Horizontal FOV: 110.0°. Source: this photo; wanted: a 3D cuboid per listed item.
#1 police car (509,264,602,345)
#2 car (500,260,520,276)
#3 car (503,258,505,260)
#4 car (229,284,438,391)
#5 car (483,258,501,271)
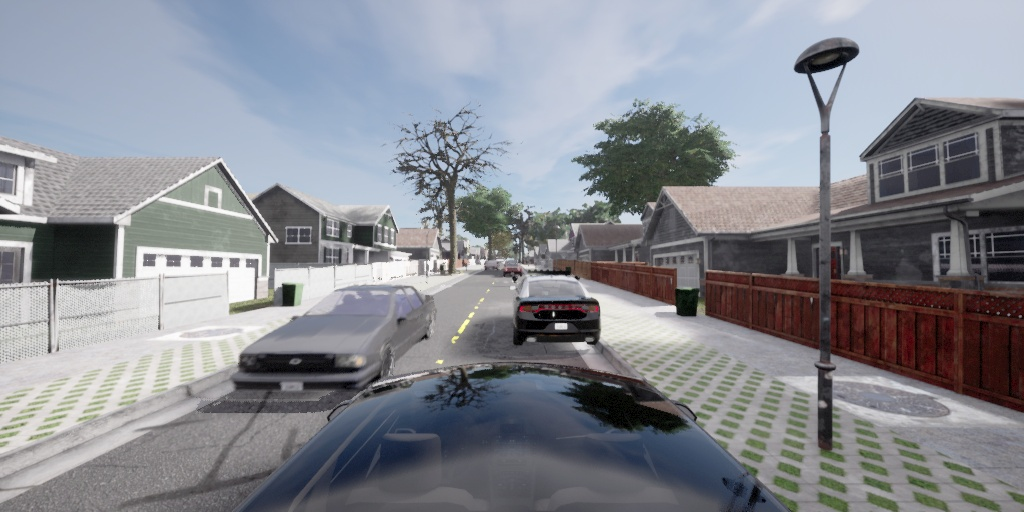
[{"bbox_3d":[0.965,1.178,9.624,1.930,1.638,5.238,0,0,0],"label":"police car"},{"bbox_3d":[0.076,1.369,36.780,1.895,1.301,4.718,0,0,0],"label":"car"},{"bbox_3d":[0.038,1.317,49.453,1.837,1.490,4.892,0,0,1],"label":"car"},{"bbox_3d":[-2.848,1.300,7.299,2.033,1.411,5.357,0,0,0],"label":"car"},{"bbox_3d":[-2.836,1.340,49.884,1.812,1.442,4.674,0,0,0],"label":"car"}]
